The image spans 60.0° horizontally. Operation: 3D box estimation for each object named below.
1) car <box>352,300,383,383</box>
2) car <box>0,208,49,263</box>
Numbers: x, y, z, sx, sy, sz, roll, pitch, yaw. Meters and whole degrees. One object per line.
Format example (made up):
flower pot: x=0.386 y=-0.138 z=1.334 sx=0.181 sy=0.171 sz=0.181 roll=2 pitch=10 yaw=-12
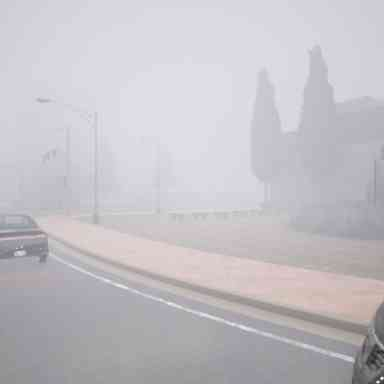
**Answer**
car: x=3.761 y=1.221 z=1.426 sx=5.566 sy=2.045 sz=2.150 roll=0 pitch=0 yaw=34
car: x=-6.241 y=1.492 z=11.146 sx=2.128 sy=1.511 sz=4.902 roll=0 pitch=0 yaw=-38
